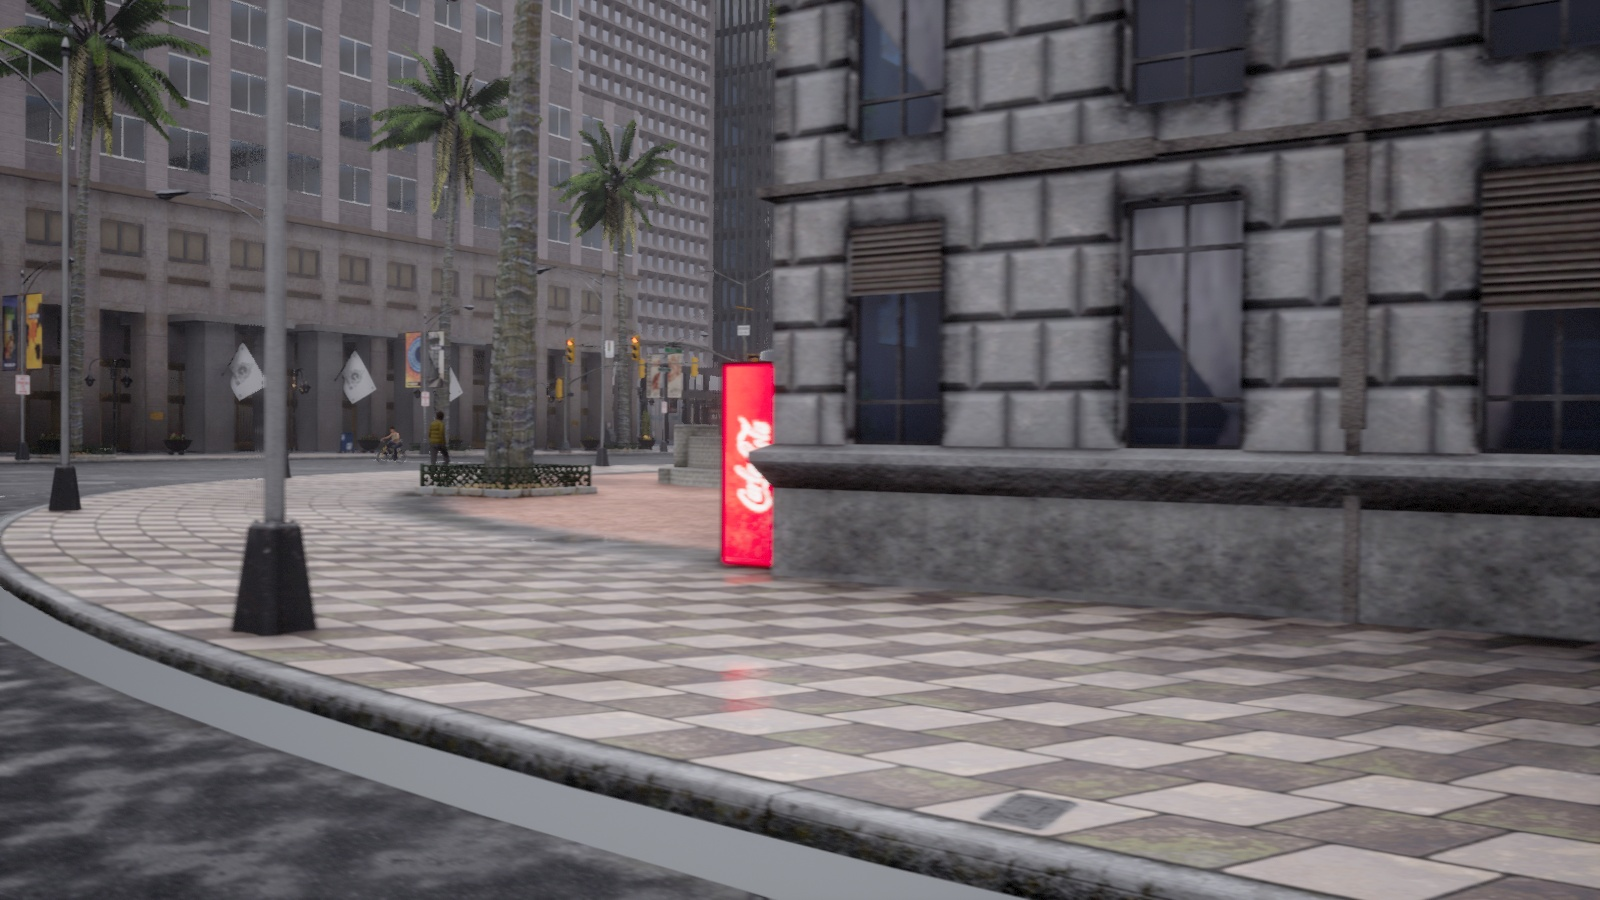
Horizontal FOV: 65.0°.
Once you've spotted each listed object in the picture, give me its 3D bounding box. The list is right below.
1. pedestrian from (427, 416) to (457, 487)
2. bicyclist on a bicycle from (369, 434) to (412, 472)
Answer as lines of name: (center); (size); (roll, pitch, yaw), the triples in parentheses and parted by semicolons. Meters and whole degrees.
pedestrian: (-9.354, 0.037, 32.825); (0.370, 1.835, 0.726); (0, 1, 24)
bicyclist on a bicycle: (-17.587, 0.112, 53.945); (0.866, 1.612, 1.509); (0, 1, 32)
